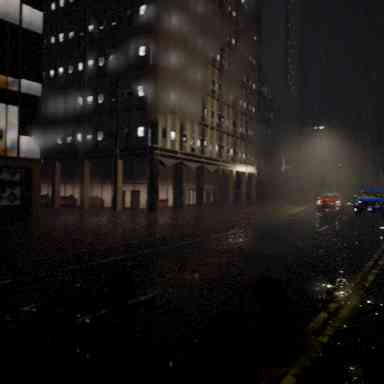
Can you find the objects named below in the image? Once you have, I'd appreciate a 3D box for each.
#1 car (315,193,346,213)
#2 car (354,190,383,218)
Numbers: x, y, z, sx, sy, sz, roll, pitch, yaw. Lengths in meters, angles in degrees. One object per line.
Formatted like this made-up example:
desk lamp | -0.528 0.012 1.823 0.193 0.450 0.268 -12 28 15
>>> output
car | 12.473 0.900 29.751 2.097 1.767 4.553 1 1 31
car | 14.160 0.851 26.189 2.150 2.045 5.566 1 1 31
